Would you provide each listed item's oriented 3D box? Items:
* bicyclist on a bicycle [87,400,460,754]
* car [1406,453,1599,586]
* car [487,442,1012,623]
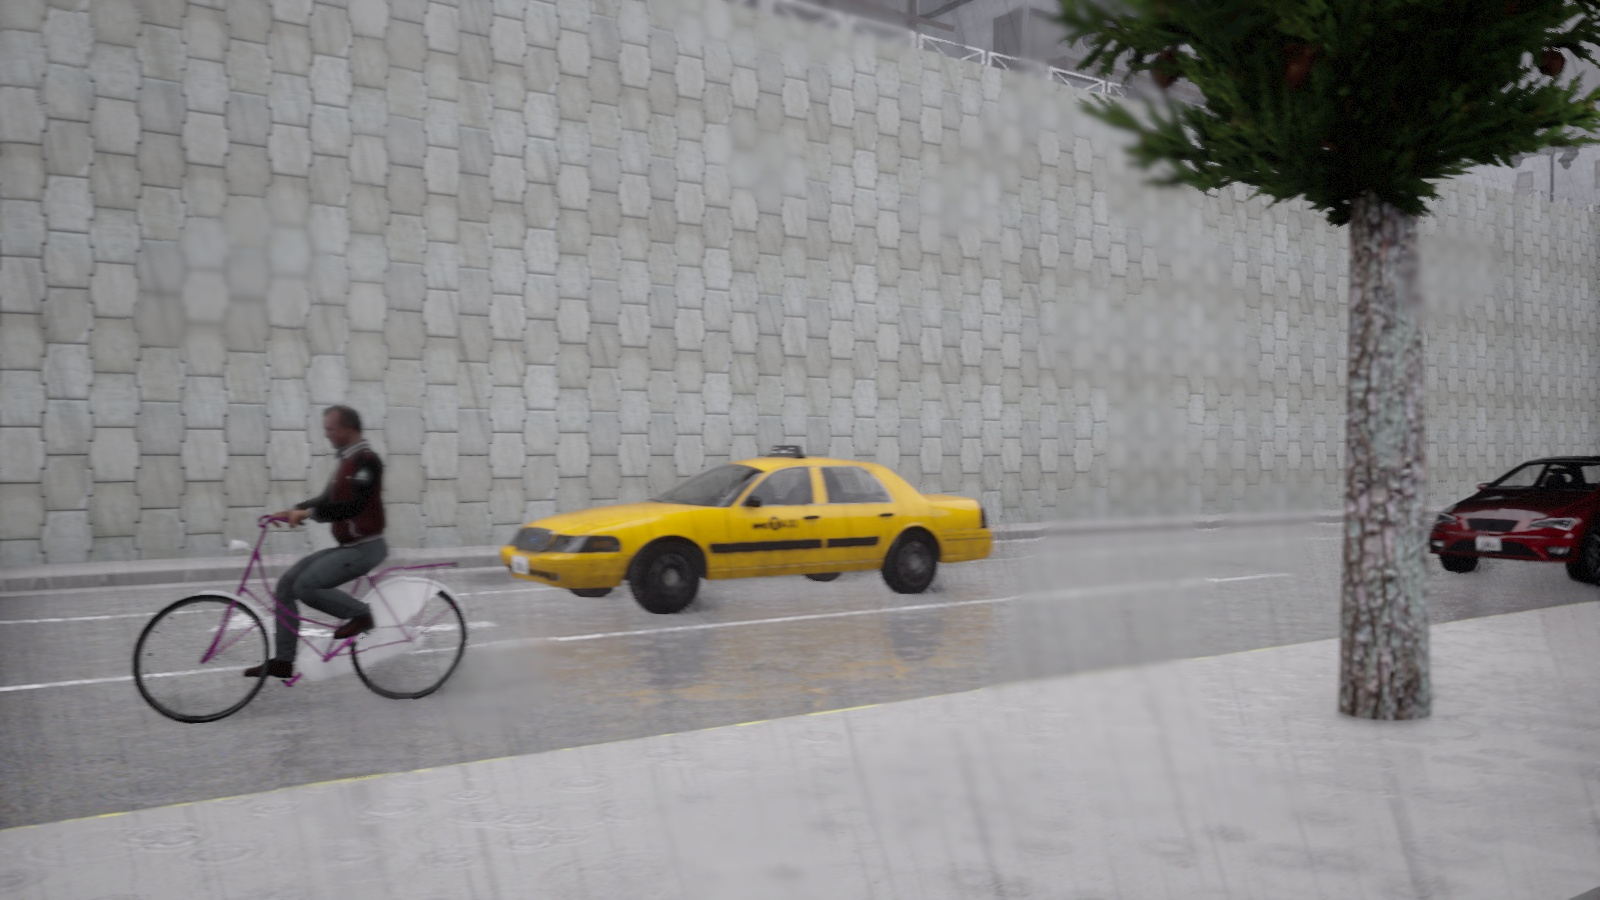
[{"bbox_3d":[-2.937,0.639,7.098,1.843,1.776,0.659,0,0,-35],"label":"bicyclist on a bicycle"},{"bbox_3d":[9.681,0.777,15.880,4.193,1.474,1.816,0,0,-35],"label":"car"},{"bbox_3d":[-0.363,0.717,13.153,5.366,1.575,1.801,0,0,-35],"label":"car"}]
